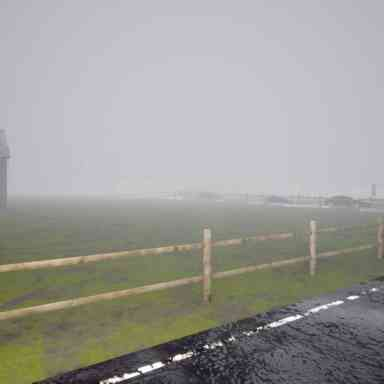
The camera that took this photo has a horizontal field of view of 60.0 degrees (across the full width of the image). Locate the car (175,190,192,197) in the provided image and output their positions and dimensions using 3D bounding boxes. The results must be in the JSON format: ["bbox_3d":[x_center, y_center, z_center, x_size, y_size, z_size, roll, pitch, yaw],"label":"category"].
[{"bbox_3d":[-1.836,0.362,71.785,1.837,1.490,4.892,0,1,-36],"label":"car"}]

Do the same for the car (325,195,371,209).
[{"bbox_3d":[17.774,1.112,38.108,1.882,1.535,5.008,0,1,-35],"label":"car"}]

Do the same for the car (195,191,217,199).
[{"bbox_3d":[2.729,0.597,65.443,1.837,1.490,4.892,0,1,-35],"label":"car"}]

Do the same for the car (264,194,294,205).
[{"bbox_3d":[12.059,1.019,46.141,1.994,1.385,4.181,0,1,-34],"label":"car"}]

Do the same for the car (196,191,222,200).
[{"bbox_3d":[3.242,0.661,58.520,1.882,1.535,5.008,0,1,-35],"label":"car"}]
